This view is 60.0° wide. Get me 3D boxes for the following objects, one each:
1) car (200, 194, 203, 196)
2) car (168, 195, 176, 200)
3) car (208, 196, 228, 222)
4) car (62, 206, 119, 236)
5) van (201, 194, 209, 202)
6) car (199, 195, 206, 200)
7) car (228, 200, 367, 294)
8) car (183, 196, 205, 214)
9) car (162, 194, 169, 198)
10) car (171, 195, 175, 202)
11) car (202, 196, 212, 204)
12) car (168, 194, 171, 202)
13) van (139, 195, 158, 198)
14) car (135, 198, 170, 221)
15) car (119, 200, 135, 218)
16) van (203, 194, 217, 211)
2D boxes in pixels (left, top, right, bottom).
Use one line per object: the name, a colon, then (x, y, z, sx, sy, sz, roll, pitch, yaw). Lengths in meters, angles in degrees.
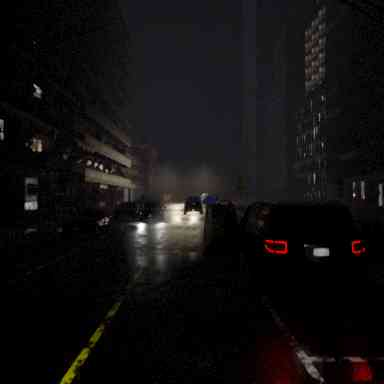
car: (0.162, 1.318, 46.970, 2.097, 1.767, 4.553, 0, 0, 1)
car: (-5.474, 1.488, 90.724, 1.887, 1.381, 4.507, 1, 0, 0)
car: (2.770, 1.417, 29.438, 1.967, 1.590, 4.097, 1, 0, 0)
car: (-5.638, 1.530, 18.319, 1.887, 1.381, 4.507, 1, 0, 0)
van: (2.872, 1.291, 73.996, 1.690, 1.788, 3.998, 1, 0, 0)
car: (2.907, 1.468, 90.874, 1.752, 1.417, 4.829, 1, 0, 0)
car: (2.414, 1.214, 8.874, 2.150, 2.045, 5.566, 0, 0, 0)
car: (0.141, 1.480, 34.800, 1.837, 1.490, 4.892, 0, 1, 1)
car: (-5.549, 1.510, 57.305, 2.008, 1.369, 4.403, 1, 0, 0)
car: (-5.508, 1.265, 74.015, 2.192, 1.841, 5.009, 1, 0, 0)
car: (2.844, 1.481, 63.025, 1.752, 1.417, 4.829, 1, 0, 0)
car: (-5.537, 1.481, 62.706, 1.752, 1.417, 4.829, 1, 0, 0)
van: (-5.584, 1.311, 40.598, 1.690, 1.788, 3.998, 1, 0, 0)
car: (-3.038, 1.484, 26.531, 1.837, 1.490, 4.892, 0, 0, 0)
car: (-5.612, 1.543, 29.458, 1.947, 1.339, 4.313, 1, 0, 0)
van: (2.809, 1.307, 46.148, 1.690, 1.788, 3.998, 1, 0, 0)
